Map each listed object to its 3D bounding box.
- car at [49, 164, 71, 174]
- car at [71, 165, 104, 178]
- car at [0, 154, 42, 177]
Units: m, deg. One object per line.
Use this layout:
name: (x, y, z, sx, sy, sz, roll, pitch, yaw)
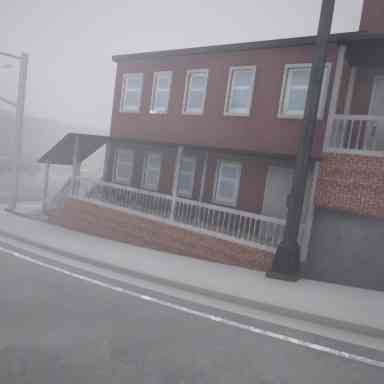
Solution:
car: (-15.845, -3.029, 42.389, 1.837, 1.490, 4.892, 11, 7, 35)
car: (-12.075, -2.493, 41.705, 1.882, 1.535, 5.008, 11, 7, 35)
car: (-18.015, -2.752, 33.389, 2.150, 2.045, 5.566, 11, 7, 36)
